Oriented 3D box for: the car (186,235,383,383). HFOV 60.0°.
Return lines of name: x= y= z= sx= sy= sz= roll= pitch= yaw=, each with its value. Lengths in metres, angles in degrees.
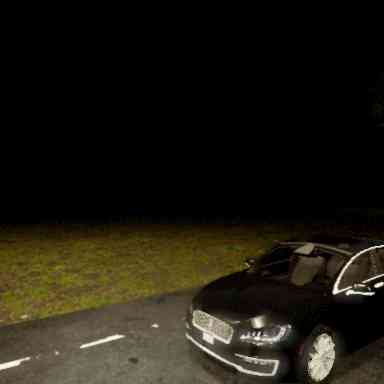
car: x=2.171 y=1.527 z=5.426 sx=4.892 sy=1.490 sz=1.837 roll=0 pitch=0 yaw=-36
